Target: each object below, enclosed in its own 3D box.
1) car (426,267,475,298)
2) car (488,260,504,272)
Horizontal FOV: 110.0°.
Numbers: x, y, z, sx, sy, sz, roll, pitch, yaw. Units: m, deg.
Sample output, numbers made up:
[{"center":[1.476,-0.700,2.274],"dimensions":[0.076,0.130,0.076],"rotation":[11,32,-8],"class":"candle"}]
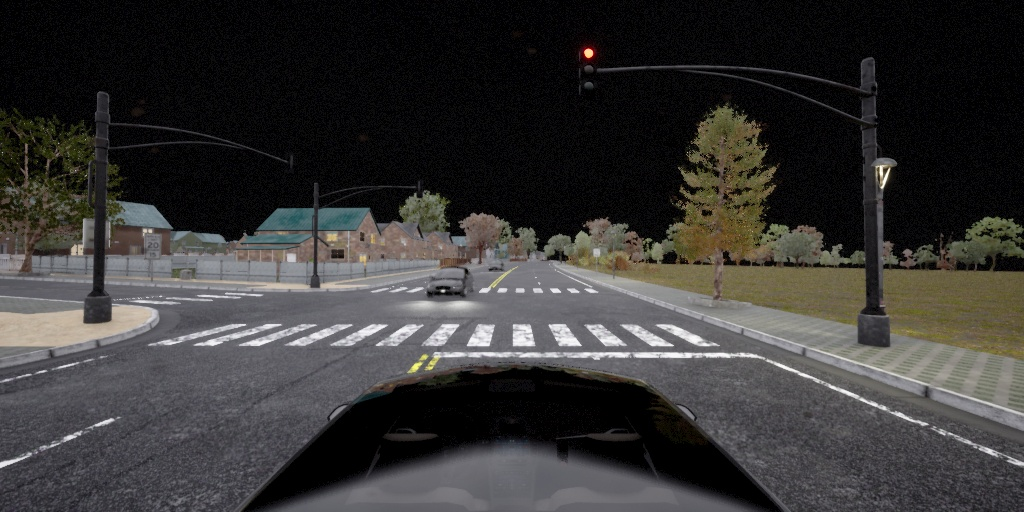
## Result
[{"center":[-3.053,1.320,18.540],"dimensions":[1.837,1.490,4.892],"rotation":[0,0,1],"class":"car"},{"center":[-2.021,1.341,47.087],"dimensions":[1.837,1.490,4.892],"rotation":[0,0,3],"class":"car"}]
